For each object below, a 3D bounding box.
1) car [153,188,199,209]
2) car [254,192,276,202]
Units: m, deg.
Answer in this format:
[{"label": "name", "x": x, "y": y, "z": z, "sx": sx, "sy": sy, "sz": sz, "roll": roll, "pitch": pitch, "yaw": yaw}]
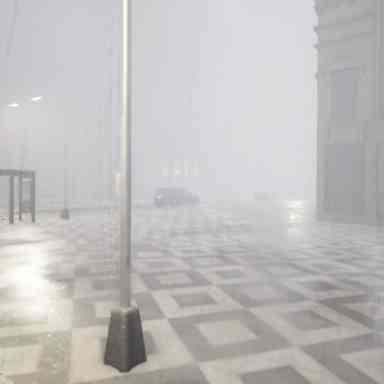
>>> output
[{"label": "car", "x": -1.507, "y": 0.593, "z": 33.335, "sx": 2.150, "sy": 2.045, "sz": 5.566, "roll": 1, "pitch": 1, "yaw": 35}, {"label": "car", "x": 11.292, "y": 0.739, "z": 51.339, "sx": 1.837, "sy": 1.490, "sz": 4.892, "roll": 1, "pitch": 1, "yaw": 36}]
